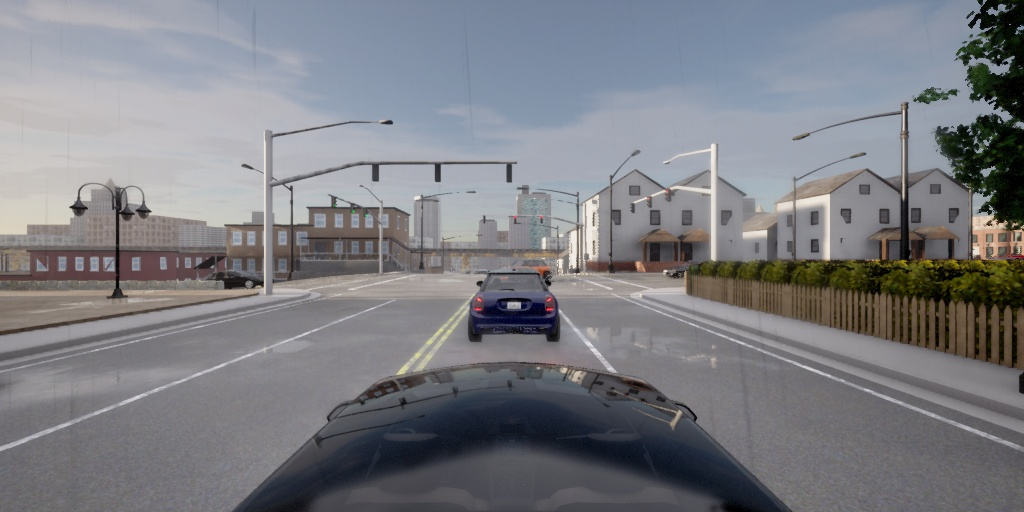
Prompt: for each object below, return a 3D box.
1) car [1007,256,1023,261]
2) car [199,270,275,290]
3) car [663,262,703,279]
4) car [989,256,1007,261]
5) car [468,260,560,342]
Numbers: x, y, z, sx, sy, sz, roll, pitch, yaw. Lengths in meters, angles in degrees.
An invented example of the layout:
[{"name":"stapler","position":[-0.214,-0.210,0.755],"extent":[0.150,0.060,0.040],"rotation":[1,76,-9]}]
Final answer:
[{"name":"car","position":[42.796,0.965,27.795],"extent":[5.566,2.045,2.150],"rotation":[1,0,-1]},{"name":"car","position":[-20.506,1.789,26.777],"extent":[4.892,1.490,1.837],"rotation":[-5,0,-1]},{"name":"car","position":[15.667,1.242,31.057],"extent":[4.902,1.511,2.128],"rotation":[0,0,-1]},{"name":"car","position":[43.768,0.973,31.476],"extent":[5.566,2.045,2.150],"rotation":[0,0,0]},{"name":"car","position":[0.056,1.102,9.967],"extent":[2.097,1.767,4.553],"rotation":[0,0,0]}]
